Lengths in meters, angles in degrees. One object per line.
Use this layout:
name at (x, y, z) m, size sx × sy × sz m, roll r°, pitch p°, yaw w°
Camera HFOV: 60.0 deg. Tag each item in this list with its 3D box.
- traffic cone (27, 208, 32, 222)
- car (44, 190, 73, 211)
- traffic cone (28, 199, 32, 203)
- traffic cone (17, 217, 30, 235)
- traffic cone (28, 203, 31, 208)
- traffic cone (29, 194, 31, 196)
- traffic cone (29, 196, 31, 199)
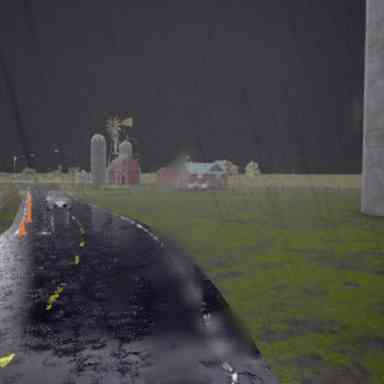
traffic cone at (-9.177, 1.378, 18.721) m, size 0.340 × 0.580 × 0.340 m, roll -1°, pitch 2°, yaw -26°
car at (-10.730, 0.633, 26.652) m, size 2.128 × 1.511 × 4.902 m, roll -1°, pitch 2°, yaw -26°
traffic cone at (-13.539, 1.071, 27.709) m, size 0.340 × 0.580 × 0.340 m, roll -1°, pitch 2°, yaw -26°
traffic cone at (-7.329, 1.517, 14.346) m, size 0.340 × 0.580 × 0.340 m, roll -1°, pitch 2°, yaw -20°
traffic cone at (-11.357, 1.225, 23.212) m, size 0.340 × 0.580 × 0.340 m, roll -1°, pitch 2°, yaw -26°
traffic cone at (-17.903, 0.756, 36.701) m, size 0.340 × 0.580 × 0.340 m, roll -1°, pitch 2°, yaw -26°
traffic cone at (-15.720, 0.914, 32.205) m, size 0.340 × 0.580 × 0.340 m, roll -1°, pitch 2°, yaw -26°
